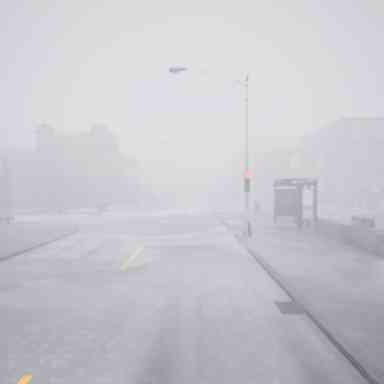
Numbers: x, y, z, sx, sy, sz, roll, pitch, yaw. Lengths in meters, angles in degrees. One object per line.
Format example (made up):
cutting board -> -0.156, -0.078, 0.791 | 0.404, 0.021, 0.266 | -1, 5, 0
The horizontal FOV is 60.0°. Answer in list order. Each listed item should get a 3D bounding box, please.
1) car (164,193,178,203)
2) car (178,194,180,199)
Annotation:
car -> -4.004, 1.192, 59.287 | 1.812, 1.442, 4.674 | 0, 2, 0
car -> -4.007, 1.019, 82.314 | 2.033, 1.411, 5.357 | 0, 0, 0
